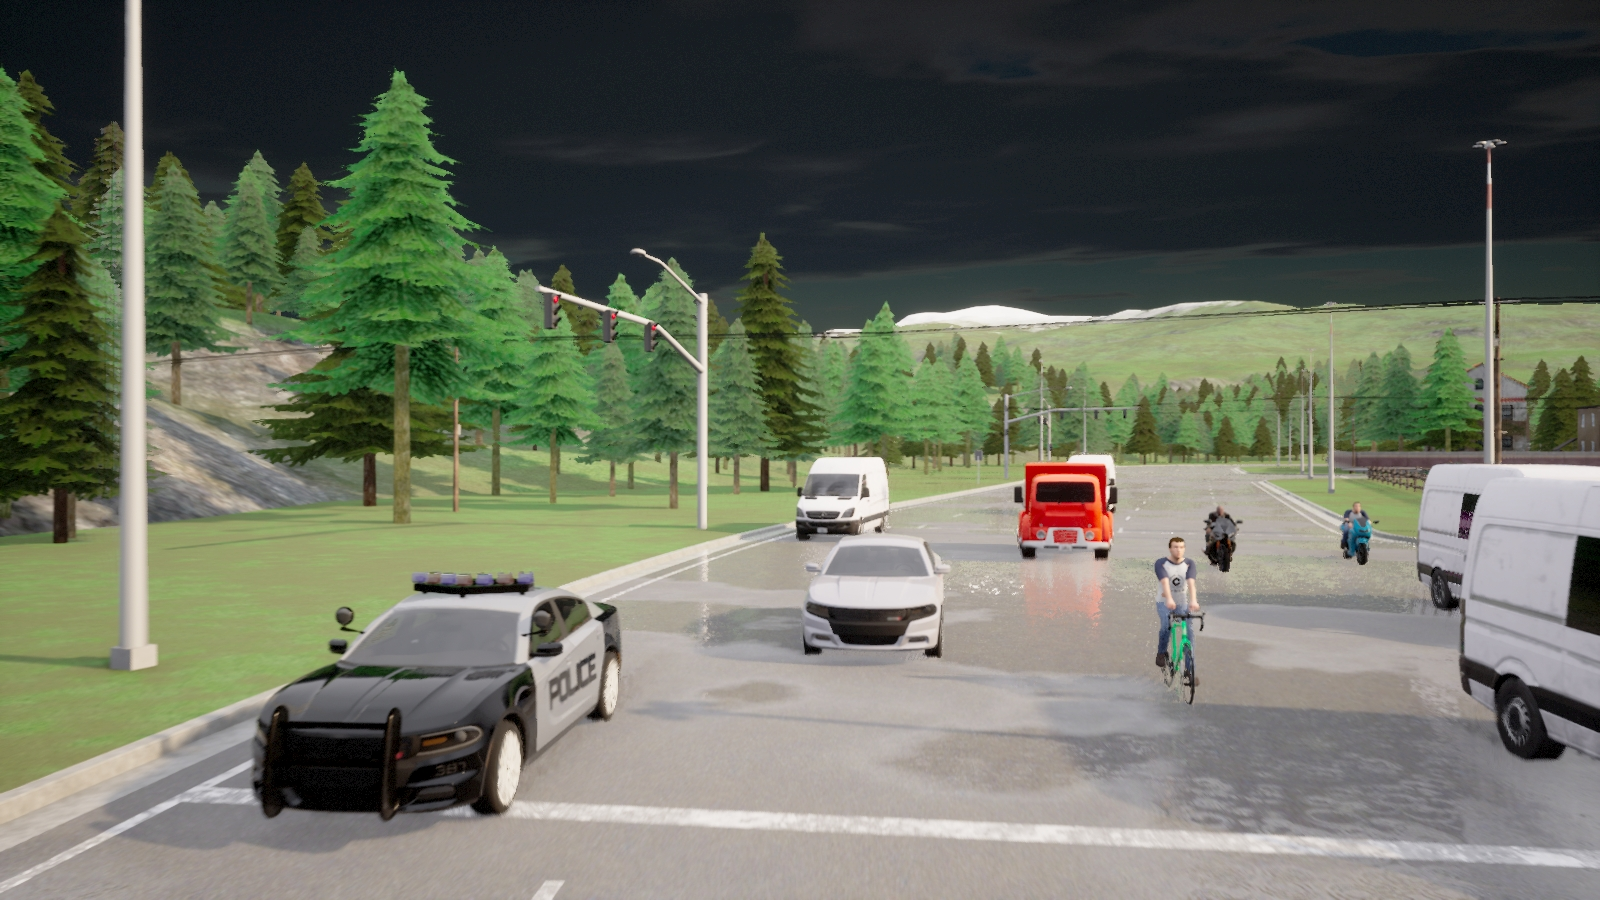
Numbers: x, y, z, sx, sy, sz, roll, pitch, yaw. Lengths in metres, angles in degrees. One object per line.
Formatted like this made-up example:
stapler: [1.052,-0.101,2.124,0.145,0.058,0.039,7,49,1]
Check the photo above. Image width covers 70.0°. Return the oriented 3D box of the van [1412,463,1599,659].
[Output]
van: [11.919,1.530,18.169,1.988,2.561,5.915,0,0,9]

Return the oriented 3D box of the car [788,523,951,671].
car: [1.205,2.030,17.106,2.097,1.535,5.006,0,0,7]

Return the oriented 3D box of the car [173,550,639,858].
car: [-3.119,1.979,10.533,2.097,1.638,5.238,0,0,5]

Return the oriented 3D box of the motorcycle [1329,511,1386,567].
motorcycle: [13.743,2.180,28.231,0.803,1.199,2.033,1,0,12]

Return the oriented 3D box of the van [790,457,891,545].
van: [1.432,1.525,36.915,1.988,2.561,5.915,0,0,15]

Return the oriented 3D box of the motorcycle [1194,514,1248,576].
motorcycle: [9.871,2.199,26.885,0.867,1.251,2.209,0,0,12]

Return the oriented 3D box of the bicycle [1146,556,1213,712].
bicycle: [4.321,2.053,13.086,0.373,1.496,1.643,1,1,6]

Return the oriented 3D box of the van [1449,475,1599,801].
van: [7.366,1.533,8.604,1.988,2.561,5.915,0,0,5]

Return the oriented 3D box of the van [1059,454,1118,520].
van: [12.554,1.517,49.480,1.988,2.561,5.915,0,1,19]

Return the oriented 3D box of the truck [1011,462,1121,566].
truck: [7.053,1.563,30.384,2.627,2.467,5.204,0,0,13]
